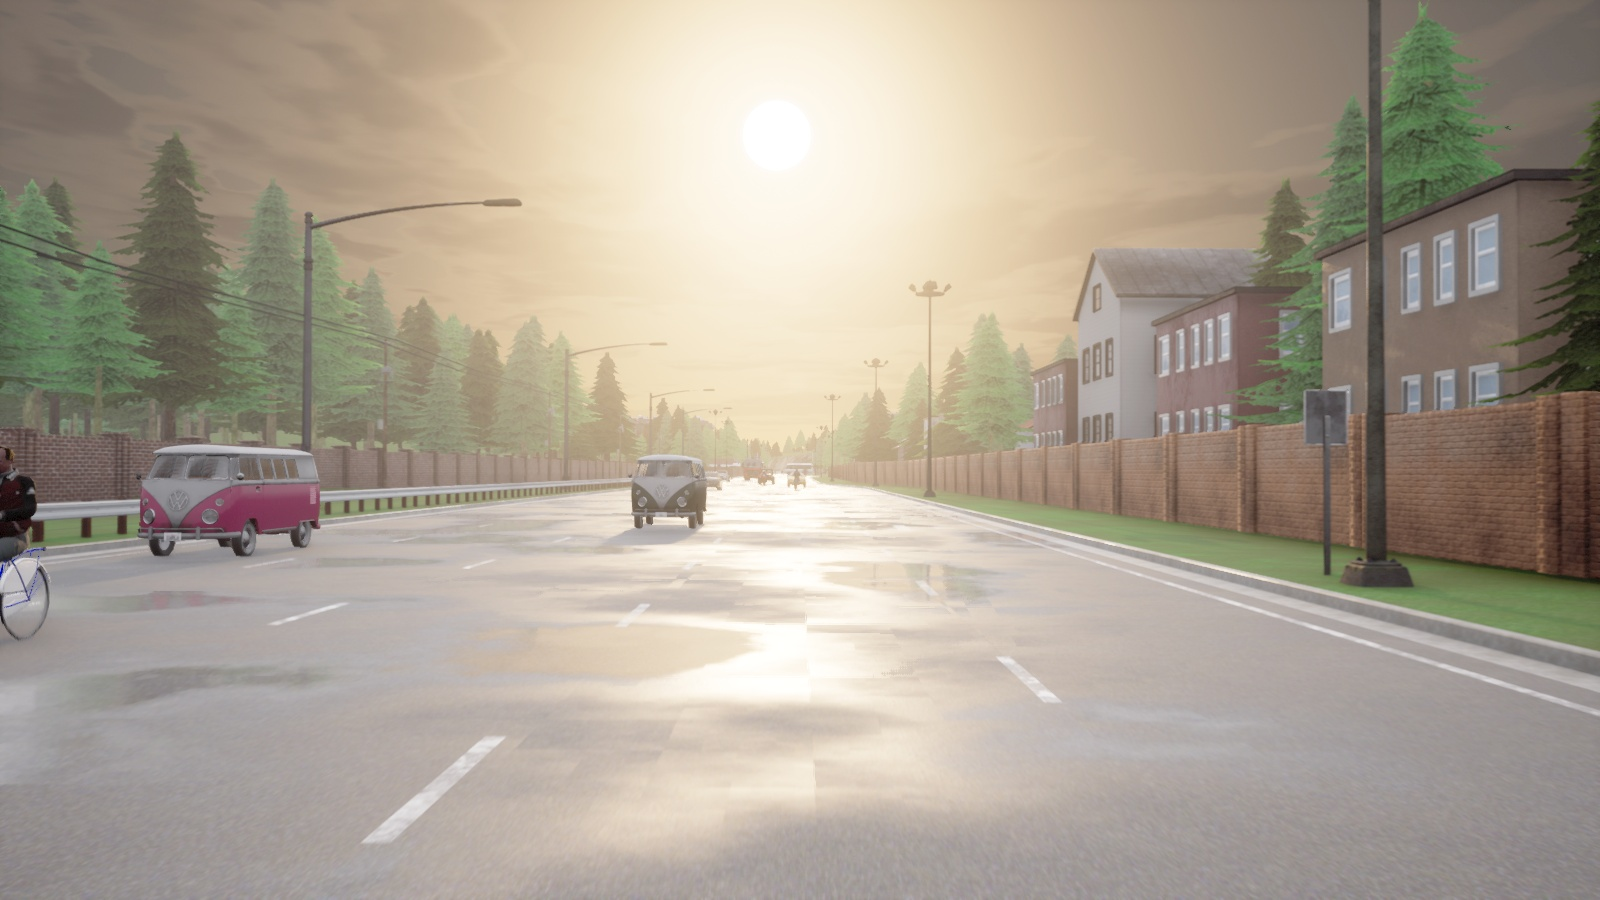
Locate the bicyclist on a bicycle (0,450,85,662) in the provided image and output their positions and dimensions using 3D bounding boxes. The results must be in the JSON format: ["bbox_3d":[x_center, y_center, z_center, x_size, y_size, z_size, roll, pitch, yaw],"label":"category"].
[{"bbox_3d":[-7.027,0.895,10.840,0.659,1.776,1.843,0,-1,0],"label":"bicyclist on a bicycle"}]

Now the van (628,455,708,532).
[{"bbox_3d":[-3.587,1.165,34.832,1.775,1.987,4.442,0,-1,0],"label":"van"}]

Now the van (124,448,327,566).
[{"bbox_3d":[-10.559,1.003,23.490,1.775,1.987,4.442,0,-1,0],"label":"van"}]
